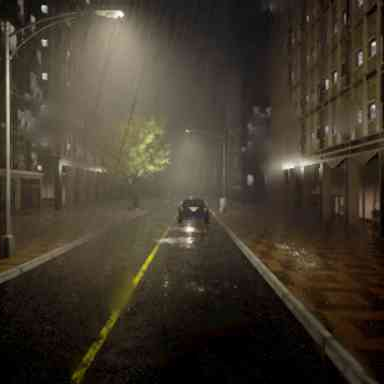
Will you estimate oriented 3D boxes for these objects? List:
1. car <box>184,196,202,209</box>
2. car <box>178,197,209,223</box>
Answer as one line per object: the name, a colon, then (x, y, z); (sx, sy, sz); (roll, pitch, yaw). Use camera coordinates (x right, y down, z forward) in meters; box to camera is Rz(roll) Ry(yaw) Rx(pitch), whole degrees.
car: (0.105, 1.287, 41.825); (2.033, 1.411, 5.357); (0, 0, 0)
car: (0.104, 1.197, 24.259); (2.097, 1.767, 4.553); (0, 0, 0)
